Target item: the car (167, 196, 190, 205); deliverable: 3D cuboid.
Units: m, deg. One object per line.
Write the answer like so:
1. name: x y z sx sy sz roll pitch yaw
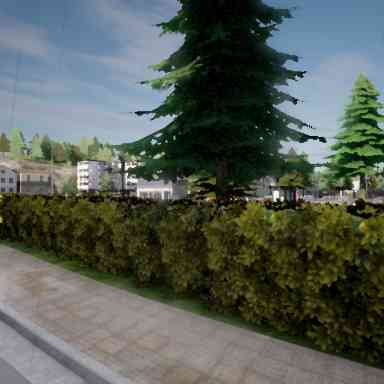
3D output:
1. car: -2.321 1.374 56.991 3.633 1.501 1.845 0 0 -45

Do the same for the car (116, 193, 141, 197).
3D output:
1. car: -9.708 1.384 53.927 3.806 1.475 1.970 0 0 -45

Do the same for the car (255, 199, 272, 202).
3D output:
1. car: 9.885 1.478 44.371 5.008 1.535 1.882 0 0 -45

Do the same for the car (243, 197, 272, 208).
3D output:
1. car: 9.739 1.520 49.315 4.892 1.490 1.837 0 0 -45

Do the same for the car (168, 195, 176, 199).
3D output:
1. car: -1.374 1.221 38.339 5.566 2.045 2.150 0 0 -44

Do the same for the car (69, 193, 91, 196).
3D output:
1. car: -26.509 1.154 81.290 5.027 1.636 2.152 0 0 -45

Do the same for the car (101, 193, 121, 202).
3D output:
1. car: -17.555 1.077 72.150 3.866 1.878 1.905 0 0 -45

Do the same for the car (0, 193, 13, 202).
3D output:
1. car: -41.123 1.097 71.368 4.605 1.855 1.932 0 0 -45

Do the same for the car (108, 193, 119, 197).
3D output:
1. car: -15.228 1.097 70.363 4.605 1.855 1.932 0 0 -45

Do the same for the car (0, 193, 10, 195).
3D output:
1. car: -23.145 1.330 40.971 5.027 1.636 2.152 0 0 -45

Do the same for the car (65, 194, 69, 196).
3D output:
1. car: -31.230 1.232 85.648 3.806 1.475 1.970 0 0 -45
